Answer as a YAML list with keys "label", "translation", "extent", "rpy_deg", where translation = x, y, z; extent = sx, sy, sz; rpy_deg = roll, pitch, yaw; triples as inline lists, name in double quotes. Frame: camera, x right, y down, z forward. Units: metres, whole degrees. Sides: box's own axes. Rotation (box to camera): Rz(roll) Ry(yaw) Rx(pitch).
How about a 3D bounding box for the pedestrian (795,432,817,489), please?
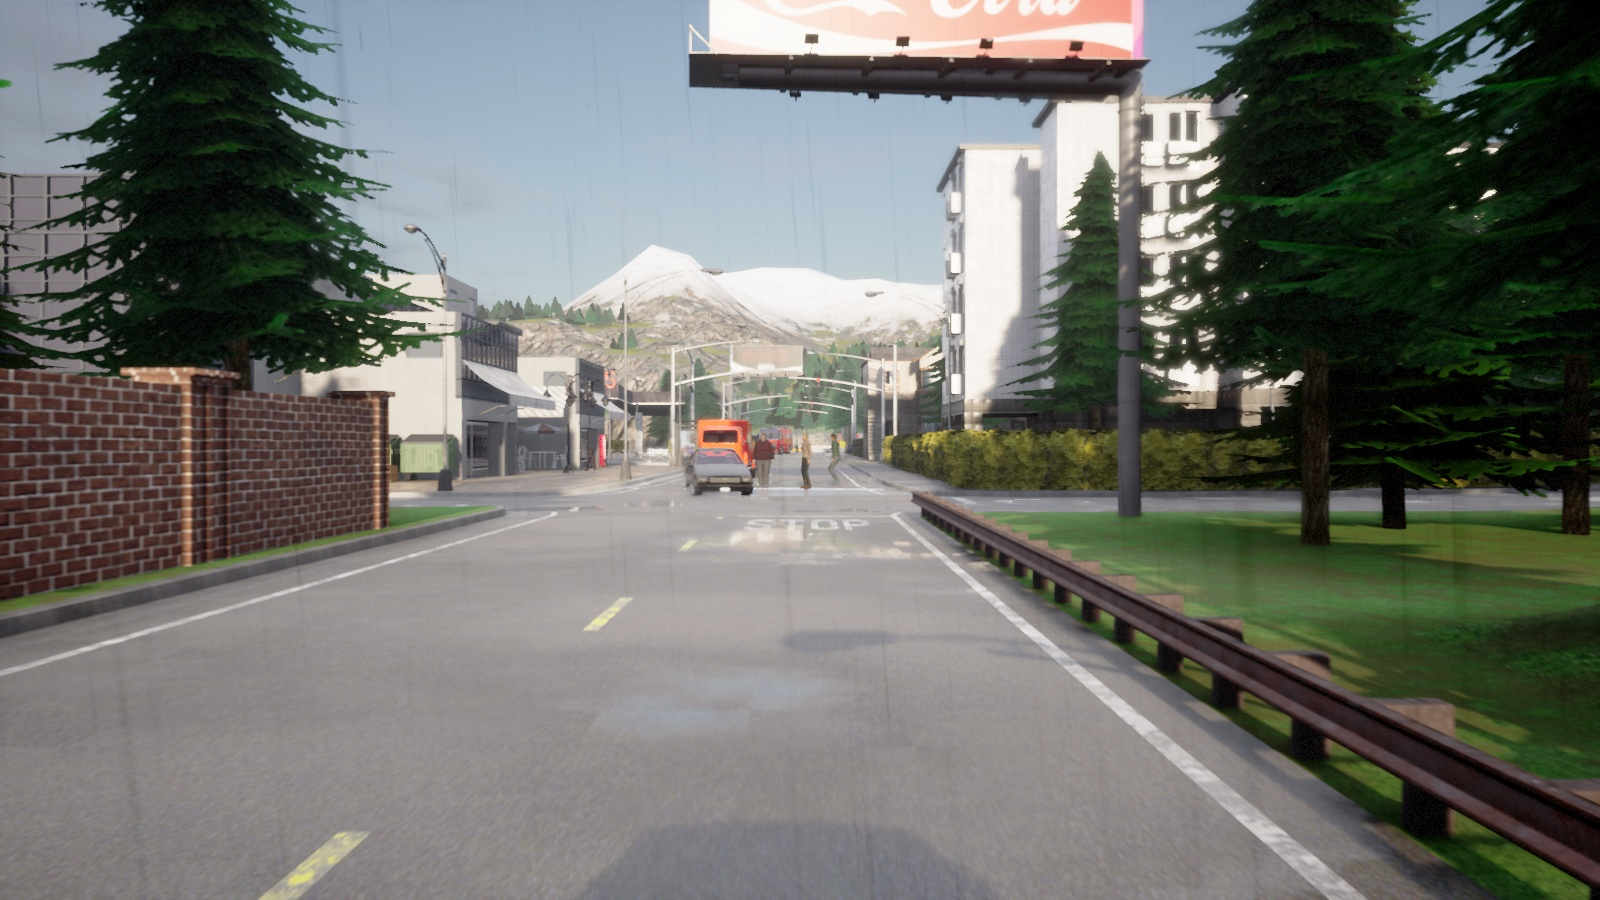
- label: "pedestrian"
  translation: [0.201, 0.351, 41.128]
  extent: [0.634, 1.846, 0.331]
  rpy_deg: [0, 0, -18]

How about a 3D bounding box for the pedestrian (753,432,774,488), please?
- label: "pedestrian"
  translation: [-1.221, 0.319, 41.687]
  extent: [0.634, 1.844, 0.899]
  rpy_deg: [0, 0, 2]

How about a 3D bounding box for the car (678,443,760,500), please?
- label: "car"
  translation: [-2.696, 0.644, 40.490]
  extent: [2.033, 1.411, 5.357]
  rpy_deg: [0, 4, -10]

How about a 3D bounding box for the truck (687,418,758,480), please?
- label: "truck"
  translation: [-3.184, -0.038, 52.582]
  extent: [2.627, 2.467, 5.204]
  rpy_deg: [0, 0, 0]

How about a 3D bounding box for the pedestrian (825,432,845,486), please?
- label: "pedestrian"
  translation: [1.224, 0.299, 43.530]
  extent: [0.614, 1.847, 0.353]
  rpy_deg: [0, 0, 16]
